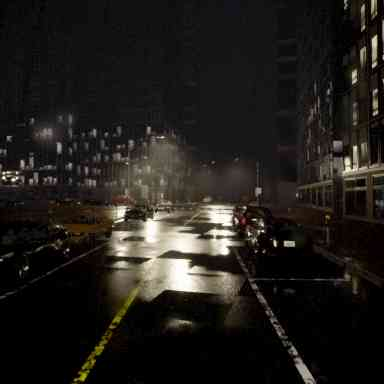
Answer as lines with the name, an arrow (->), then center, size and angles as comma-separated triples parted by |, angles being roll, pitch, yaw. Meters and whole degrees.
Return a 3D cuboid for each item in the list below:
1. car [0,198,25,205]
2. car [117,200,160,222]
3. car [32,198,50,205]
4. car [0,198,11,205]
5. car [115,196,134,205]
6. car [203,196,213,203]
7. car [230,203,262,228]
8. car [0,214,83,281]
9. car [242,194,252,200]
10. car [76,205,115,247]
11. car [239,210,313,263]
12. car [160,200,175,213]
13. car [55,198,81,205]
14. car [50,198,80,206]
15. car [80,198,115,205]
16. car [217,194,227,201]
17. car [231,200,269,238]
car -> -31.447, 1.767, 58.300 | 4.403, 1.369, 2.008 | 0, -1, 15
car -> -4.131, 1.578, 26.414 | 2.008, 1.369, 4.403 | 1, 0, 5
car -> -29.543, 1.894, 65.948 | 4.829, 1.417, 1.752 | 0, -1, 15
car -> -40.170, 1.990, 68.860 | 4.403, 1.369, 2.008 | 0, -1, 15
car -> -13.192, 1.575, 61.473 | 5.009, 1.841, 2.192 | 0, -1, 15
car -> 3.553, 1.675, 73.829 | 1.752, 1.417, 4.829 | 1, 0, 14
car -> 3.650, 1.557, 23.235 | 1.887, 1.381, 4.507 | 1, 0, 5
car -> -5.123, 1.575, 9.990 | 1.947, 1.339, 4.313 | 1, 0, 2
car -> 12.553, 1.440, 76.074 | 2.192, 1.841, 5.009 | 1, 0, 15
car -> -4.894, 1.540, 15.314 | 1.752, 1.417, 4.829 | 1, 0, 3
car -> 2.973, 1.571, 11.925 | 1.947, 1.339, 4.313 | 1, 0, 2
car -> -3.008, 1.595, 37.172 | 2.008, 1.369, 4.403 | 1, 0, 7
car -> -23.983, 1.883, 64.425 | 4.403, 1.369, 2.008 | 0, -1, 15
car -> -20.661, 1.696, 55.345 | 4.403, 1.369, 2.008 | 0, -1, 15
car -> -15.267, 1.675, 53.867 | 4.313, 1.339, 1.947 | 0, -1, 15
car -> 8.107, 1.530, 89.920 | 2.192, 1.841, 5.009 | 1, 0, 16
car -> 3.264, 1.449, 17.605 | 1.967, 1.590, 4.097 | 1, 0, 4
